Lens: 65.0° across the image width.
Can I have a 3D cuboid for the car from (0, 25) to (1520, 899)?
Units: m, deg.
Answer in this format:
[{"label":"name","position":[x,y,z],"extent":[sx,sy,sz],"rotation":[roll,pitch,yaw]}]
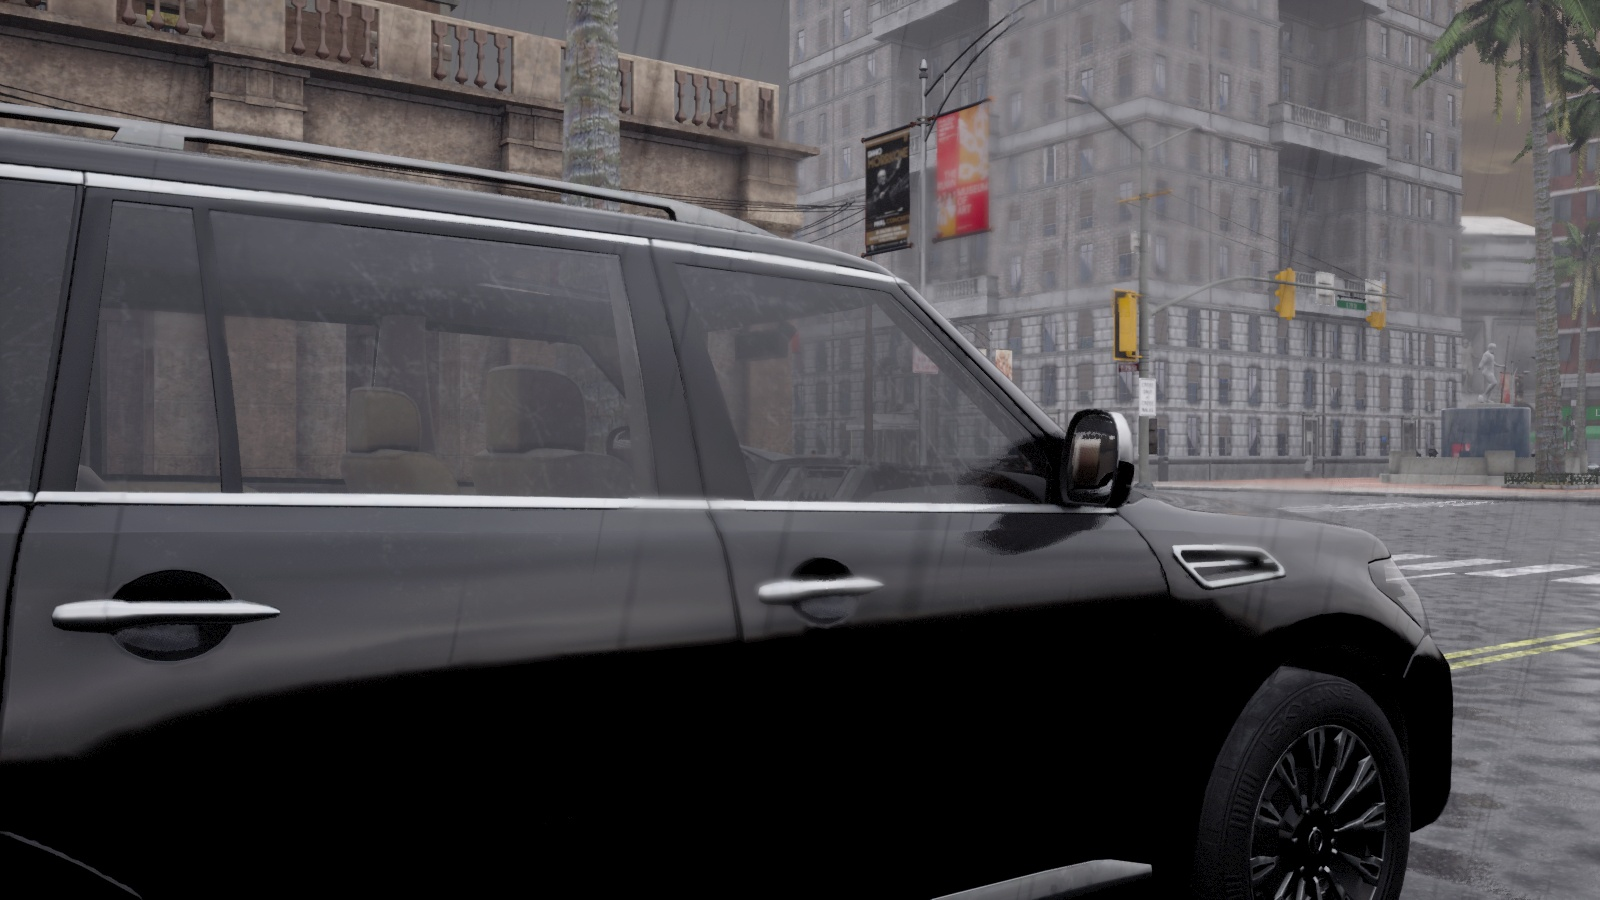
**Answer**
[{"label":"car","position":[-0.661,0.473,3.201],"extent":[5.566,2.045,2.150],"rotation":[0,0,-35]}]
